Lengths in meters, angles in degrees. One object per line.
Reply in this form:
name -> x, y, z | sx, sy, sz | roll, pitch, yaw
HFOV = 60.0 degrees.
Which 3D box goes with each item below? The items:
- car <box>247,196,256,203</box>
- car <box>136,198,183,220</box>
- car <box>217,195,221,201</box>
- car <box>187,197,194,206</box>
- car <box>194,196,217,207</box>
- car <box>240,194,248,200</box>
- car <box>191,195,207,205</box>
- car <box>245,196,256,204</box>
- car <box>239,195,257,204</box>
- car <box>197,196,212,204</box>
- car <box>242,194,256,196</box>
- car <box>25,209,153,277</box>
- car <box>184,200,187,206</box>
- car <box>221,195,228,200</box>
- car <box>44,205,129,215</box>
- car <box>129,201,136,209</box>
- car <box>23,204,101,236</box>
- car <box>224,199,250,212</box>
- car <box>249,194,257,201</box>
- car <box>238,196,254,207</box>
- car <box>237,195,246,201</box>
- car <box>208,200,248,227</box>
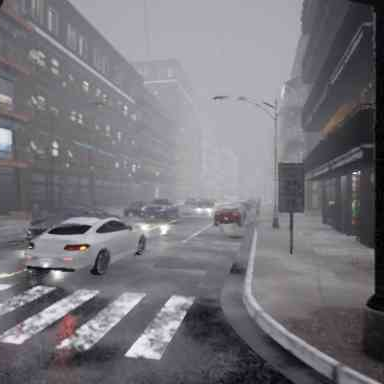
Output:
car -> 12.907, 1.593, 72.165 | 1.802, 1.307, 4.206 | 1, 0, 12
car -> -2.493, 1.268, 26.946 | 2.097, 1.767, 4.553 | 0, 0, 12
car -> 4.715, 1.509, 73.925 | 1.887, 1.381, 4.507 | 1, 0, 12
car -> 0.069, 1.499, 51.759 | 1.947, 1.339, 4.313 | 1, 0, 12
car -> 2.022, 1.544, 48.034 | 1.895, 1.301, 4.718 | 0, 0, 12
car -> 14.620, 1.423, 93.503 | 2.128, 1.511, 4.902 | 0, 0, 12
car -> 1.233, 1.380, 57.301 | 1.967, 1.590, 4.097 | 1, 0, 12
car -> 11.747, 1.554, 66.624 | 2.008, 1.369, 4.403 | 1, 0, 12
car -> 8.263, 1.531, 50.001 | 2.008, 1.369, 4.403 | 1, 0, 12
car -> 2.392, 1.499, 62.842 | 2.008, 1.369, 4.403 | 1, 0, 12
car -> 10.588, 1.435, 61.083 | 1.967, 1.590, 4.097 | 1, 0, 12
car -> -2.890, 1.440, 9.945 | 1.812, 1.442, 4.674 | 0, 0, 12
car -> -2.254, 1.501, 40.677 | 1.802, 1.307, 4.206 | 1, 0, 12
car -> 8.199, 1.534, 90.549 | 1.887, 1.381, 4.507 | 1, 0, 12
car -> -4.996, 1.449, 15.019 | 2.033, 1.411, 5.357 | 0, 0, 12
car -> -4.578, 1.470, 29.599 | 1.947, 1.339, 4.313 | 1, 0, 12
car -> -7.026, 1.456, 18.539 | 1.947, 1.339, 4.313 | 1, 0, 12
car -> 3.620, 1.533, 27.837 | 1.802, 1.307, 4.206 | 1, 0, 12
car -> 16.395, 1.476, 88.790 | 1.967, 1.590, 4.097 | 1, 0, 12
car -> 5.940, 1.510, 38.918 | 1.887, 1.381, 4.507 | 1, 0, 12
car -> 12.439, 1.533, 83.097 | 2.033, 1.411, 5.357 | 0, 0, 12
car -> 2.529, 1.489, 22.282 | 1.887, 1.381, 4.507 | 1, 0, 12
